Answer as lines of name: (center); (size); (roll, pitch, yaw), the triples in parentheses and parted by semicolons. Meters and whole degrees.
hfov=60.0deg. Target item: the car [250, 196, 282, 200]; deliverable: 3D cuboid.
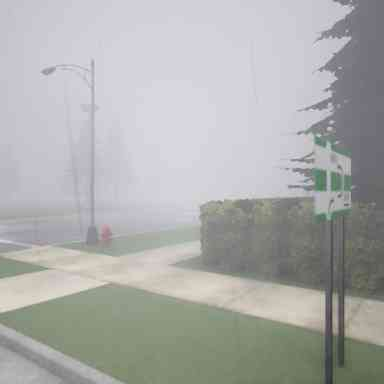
car: (10.153, 1.526, 45.286); (1.812, 1.442, 4.674); (0, 0, 36)

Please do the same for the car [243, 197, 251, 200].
car: (10.515, 1.547, 57.659); (2.033, 1.411, 5.357); (0, 0, 38)
